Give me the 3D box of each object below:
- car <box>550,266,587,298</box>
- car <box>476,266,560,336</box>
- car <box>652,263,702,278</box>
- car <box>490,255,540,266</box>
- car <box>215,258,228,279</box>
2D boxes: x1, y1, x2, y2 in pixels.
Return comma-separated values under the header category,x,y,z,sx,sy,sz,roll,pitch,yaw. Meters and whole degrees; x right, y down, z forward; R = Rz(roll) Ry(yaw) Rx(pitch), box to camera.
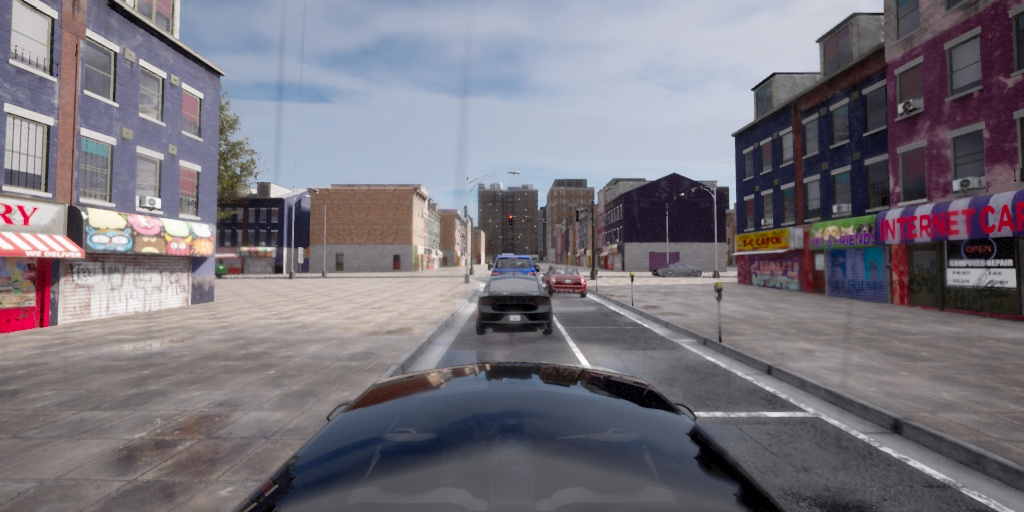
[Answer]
category,x,y,z,sx,sy,sz,roll,pitch,yaw
car,2.616,1.210,18.755,1.967,1.591,4.097,0,0,0
car,0.036,1.235,10.487,1.882,1.535,5.008,0,0,-1
car,15.392,1.386,33.594,4.181,1.385,1.994,0,-2,0
car,0.069,0.991,18.068,2.150,2.045,5.566,0,0,0
car,-30.096,1.249,33.841,5.566,2.045,2.150,-1,-2,0
